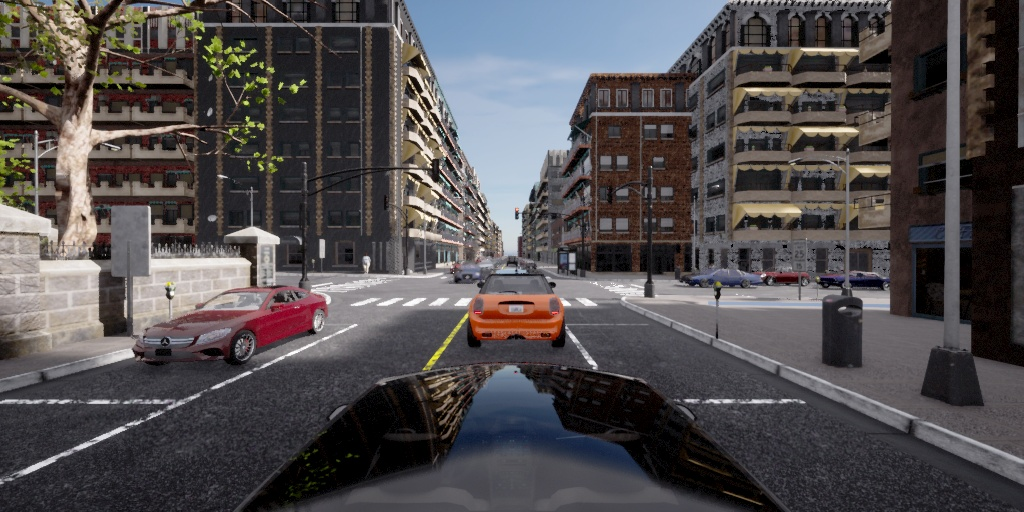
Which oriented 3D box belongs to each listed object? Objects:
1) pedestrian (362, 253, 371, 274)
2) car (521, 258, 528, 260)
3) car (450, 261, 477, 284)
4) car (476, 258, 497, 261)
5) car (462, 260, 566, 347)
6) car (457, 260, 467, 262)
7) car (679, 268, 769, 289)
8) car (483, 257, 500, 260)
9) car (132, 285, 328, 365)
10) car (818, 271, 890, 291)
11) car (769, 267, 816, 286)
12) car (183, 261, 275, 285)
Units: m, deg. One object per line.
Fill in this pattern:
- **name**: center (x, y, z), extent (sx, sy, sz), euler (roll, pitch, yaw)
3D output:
- **pedestrian**: center (-12.748, 0.651, 31.348), extent (0.375, 1.860, 0.375), euler (0, -1, -1)
- **car**: center (2.631, 1.298, 51.646), extent (2.007, 1.370, 4.403), euler (0, 0, 0)
- **car**: center (-3.130, 1.312, 27.127), extent (1.994, 1.385, 4.181), euler (0, 0, 0)
- **car**: center (-3.151, 1.273, 44.281), extent (1.812, 1.442, 4.674), euler (0, 0, 0)
- **car**: center (0.118, 1.101, 9.463), extent (2.097, 1.767, 4.553), euler (0, 0, 1)
- **car**: center (-5.735, 1.187, 40.364), extent (1.967, 1.591, 4.097), euler (0, 0, 0)
- **car**: center (15.220, 1.584, 26.190), extent (5.357, 1.411, 2.033), euler (1, 0, -1)
- **car**: center (-3.155, 1.252, 57.557), extent (1.837, 1.490, 4.892), euler (0, 0, 0)
- **car**: center (-5.696, 1.331, 7.953), extent (1.802, 1.307, 4.207), euler (0, 0, 0)
- **car**: center (25.253, 1.815, 26.321), extent (4.718, 1.301, 1.895), euler (1, 0, -1)
- **car**: center (21.348, 1.571, 28.834), extent (4.097, 1.591, 1.967), euler (0, 0, -1)
- **car**: center (-17.673, 1.034, 22.550), extent (4.181, 1.385, 1.994), euler (1, 0, -1)
